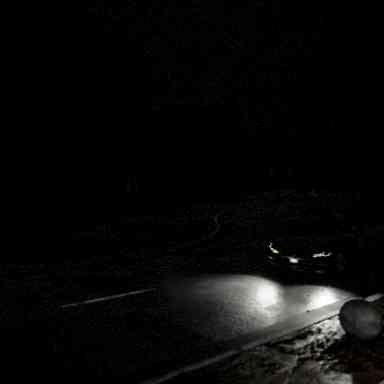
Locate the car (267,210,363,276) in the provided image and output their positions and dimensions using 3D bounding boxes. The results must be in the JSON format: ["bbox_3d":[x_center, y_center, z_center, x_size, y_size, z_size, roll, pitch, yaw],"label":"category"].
[{"bbox_3d":[3.995,1.378,10.312,1.837,1.490,4.892,2,3,36],"label":"car"}]

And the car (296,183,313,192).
[{"bbox_3d":[19.077,-0.779,56.682,1.882,1.535,5.008,-3,1,4],"label":"car"}]
